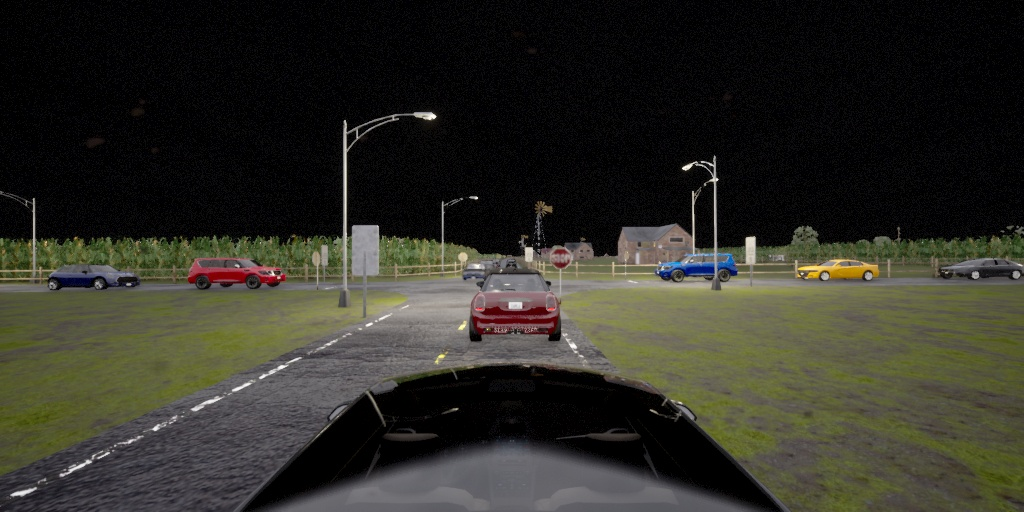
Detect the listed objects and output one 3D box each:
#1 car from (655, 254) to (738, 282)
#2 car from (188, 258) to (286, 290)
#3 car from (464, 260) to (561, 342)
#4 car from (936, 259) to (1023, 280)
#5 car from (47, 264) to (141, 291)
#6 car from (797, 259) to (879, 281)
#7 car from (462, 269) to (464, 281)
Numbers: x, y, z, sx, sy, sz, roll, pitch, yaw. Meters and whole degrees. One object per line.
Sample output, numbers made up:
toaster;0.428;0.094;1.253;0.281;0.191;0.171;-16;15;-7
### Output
car;13.564;0.851;26.519;5.566;2.045;2.150;-1;0;0
car;-18.351;1.127;24.010;5.566;2.045;2.150;-1;0;1
car;0.058;1.103;9.982;2.097;1.767;4.553;0;0;-1
car;34.233;0.949;26.230;4.892;1.490;1.837;-1;0;0
car;-28.005;1.345;24.142;4.553;1.767;2.097;-1;0;1
car;23.871;1.014;26.377;5.008;1.535;1.882;-1;0;1
car;-2.945;1.309;29.955;2.033;1.411;5.357;0;0;0
